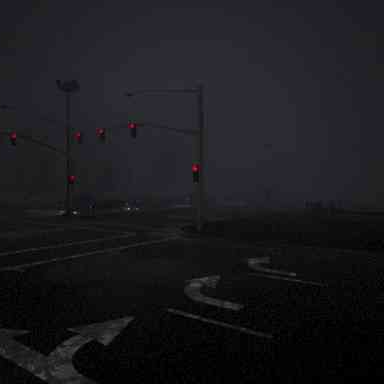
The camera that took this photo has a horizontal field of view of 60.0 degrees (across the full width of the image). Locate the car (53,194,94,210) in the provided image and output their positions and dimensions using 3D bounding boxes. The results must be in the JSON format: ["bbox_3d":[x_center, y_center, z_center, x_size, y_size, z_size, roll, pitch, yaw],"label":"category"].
[{"bbox_3d":[-15.108,1.221,43.214,2.150,2.045,5.566,0,0,35],"label":"car"}]

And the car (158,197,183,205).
[{"bbox_3d":[-3.781,1.601,59.441,1.895,1.301,4.718,0,0,35],"label":"car"}]

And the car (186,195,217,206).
[{"bbox_3d":[1.626,1.601,54.968,1.895,1.301,4.718,0,0,35],"label":"car"}]

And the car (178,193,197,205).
[{"bbox_3d":[-0.015,1.222,58.717,2.150,2.045,5.566,0,0,36],"label":"car"}]

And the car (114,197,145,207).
[{"bbox_3d":[-9.541,1.526,51.201,1.812,1.442,4.674,0,0,35],"label":"car"}]

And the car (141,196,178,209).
[{"bbox_3d":[-4.465,1.601,46.249,1.895,1.301,4.718,0,0,35],"label":"car"}]

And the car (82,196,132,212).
[{"bbox_3d":[-9.762,1.491,38.649,2.128,1.511,4.902,0,0,35],"label":"car"}]

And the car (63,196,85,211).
[{"bbox_3d":[-12.500,1.547,40.844,2.033,1.411,5.357,0,0,35],"label":"car"}]

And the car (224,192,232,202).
[{"bbox_3d":[8.913,0.993,71.213,2.150,2.045,5.566,0,0,36],"label":"car"}]

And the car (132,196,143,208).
[{"bbox_3d":[-7.097,1.352,48.593,2.097,1.767,4.553,0,0,35],"label":"car"}]

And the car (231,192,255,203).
[{"bbox_3d":[10.843,1.224,67.917,2.150,2.045,5.566,0,0,36],"label":"car"}]
